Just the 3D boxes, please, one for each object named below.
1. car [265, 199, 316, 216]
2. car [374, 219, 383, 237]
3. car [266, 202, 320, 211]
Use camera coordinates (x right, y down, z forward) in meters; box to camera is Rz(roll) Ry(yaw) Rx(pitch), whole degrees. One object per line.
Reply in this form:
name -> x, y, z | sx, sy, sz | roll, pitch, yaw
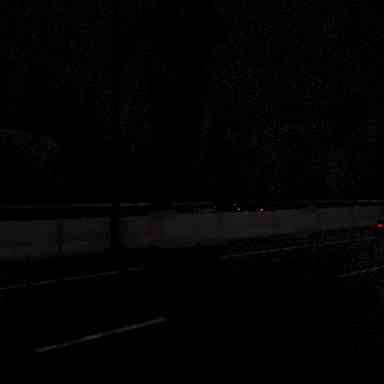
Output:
car -> 8.919, 1.350, 30.059 | 4.181, 1.385, 1.994 | 0, 1, -29
car -> 10.364, 1.490, 14.737 | 5.357, 1.411, 2.033 | 0, 1, -30
car -> 7.424, 1.419, 25.243 | 4.718, 1.301, 1.895 | 0, 1, -30
